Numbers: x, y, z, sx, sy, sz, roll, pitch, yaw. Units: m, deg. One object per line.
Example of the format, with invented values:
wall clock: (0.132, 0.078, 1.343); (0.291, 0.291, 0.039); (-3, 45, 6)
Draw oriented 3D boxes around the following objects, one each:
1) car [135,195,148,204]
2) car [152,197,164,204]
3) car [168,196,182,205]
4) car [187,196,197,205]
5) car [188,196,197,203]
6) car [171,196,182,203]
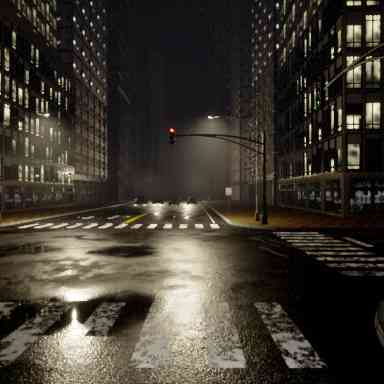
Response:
car: (-9.724, 1.468, 64.302); (2.097, 1.767, 4.553); (0, 0, 0)
car: (-6.474, 1.680, 64.271); (1.994, 1.385, 4.181); (0, 0, 0)
car: (-3.226, 1.647, 59.684); (2.033, 1.411, 5.357); (0, 0, 0)
car: (0.024, 1.648, 60.100); (2.033, 1.411, 5.357); (0, 0, 0)
car: (0.029, 1.583, 70.548); (1.895, 1.301, 4.718); (0, 0, 0)
car: (-3.222, 1.522, 70.103); (1.994, 1.385, 4.181); (0, 0, 0)
